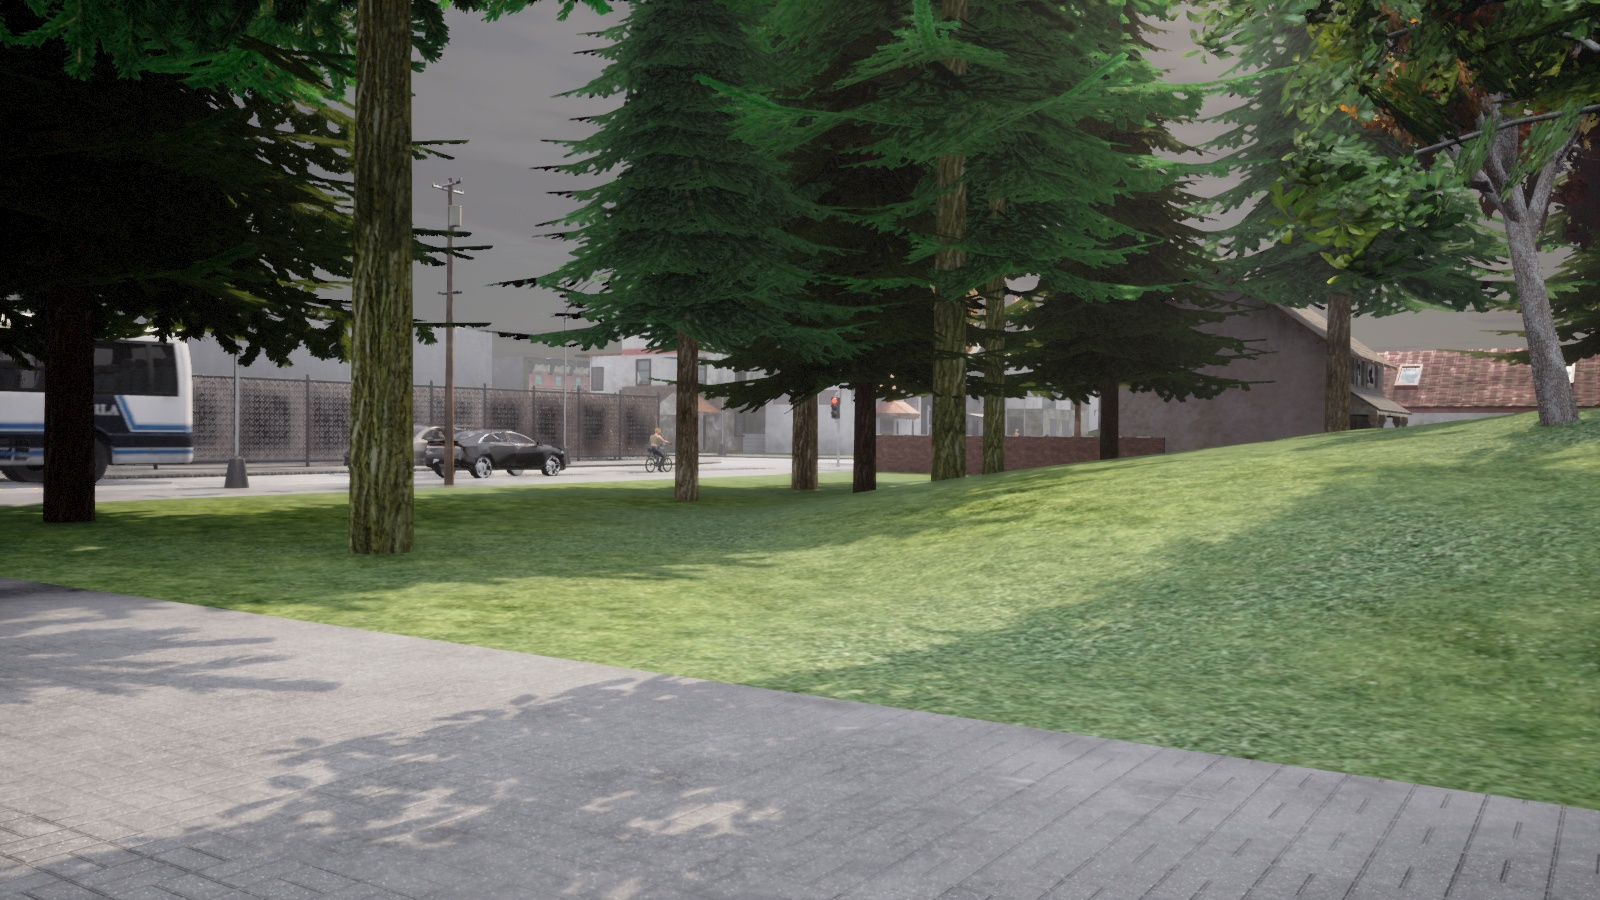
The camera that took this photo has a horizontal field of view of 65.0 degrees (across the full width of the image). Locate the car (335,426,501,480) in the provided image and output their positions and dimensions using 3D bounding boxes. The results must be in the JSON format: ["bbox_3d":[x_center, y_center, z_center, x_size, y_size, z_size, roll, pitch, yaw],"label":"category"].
[{"bbox_3d":[-12.514,0.058,41.471,2.152,1.651,5.027,0,1,34],"label":"car"}]

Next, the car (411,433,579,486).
[{"bbox_3d":[-9.367,0.240,38.970,2.128,1.511,4.902,0,1,34],"label":"car"}]

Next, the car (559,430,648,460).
[{"bbox_3d":[-11.118,-0.292,70.979,4.611,1.667,2.242,0,1,34],"label":"car"}]

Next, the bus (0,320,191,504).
[{"bbox_3d":[-20.390,-0.864,29.576,3.944,4.253,10.273,0,1,33],"label":"bus"}]

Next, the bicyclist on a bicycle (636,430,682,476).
[{"bbox_3d":[-5.094,0.094,45.400,0.866,1.612,1.509,0,1,33],"label":"bicyclist on a bicycle"}]
